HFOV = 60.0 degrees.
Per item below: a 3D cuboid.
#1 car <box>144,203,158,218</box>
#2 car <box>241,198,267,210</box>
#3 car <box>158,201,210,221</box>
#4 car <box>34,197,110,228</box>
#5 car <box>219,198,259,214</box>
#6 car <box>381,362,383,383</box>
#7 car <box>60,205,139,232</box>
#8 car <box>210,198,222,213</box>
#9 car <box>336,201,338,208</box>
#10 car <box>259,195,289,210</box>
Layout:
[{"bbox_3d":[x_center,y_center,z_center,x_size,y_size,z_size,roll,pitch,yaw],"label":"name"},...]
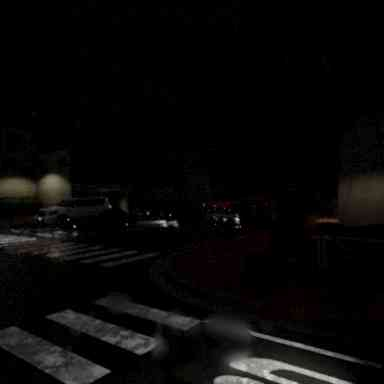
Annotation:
[{"bbox_3d":[-2.574,1.685,32.143,2.128,1.511,4.902,-1,0,36],"label":"car"},{"bbox_3d":[9.016,1.697,48.260,1.837,1.490,4.892,-1,0,36],"label":"car"},{"bbox_3d":[-0.630,1.724,28.849,1.994,1.385,4.181,-1,0,35],"label":"car"},{"bbox_3d":[-8.371,1.415,24.081,2.150,2.045,5.566,-1,0,36],"label":"car"},{"bbox_3d":[5.349,1.665,37.191,1.837,1.490,4.892,-1,0,36],"label":"car"},{"bbox_3d":[3.495,1.506,1.499,4.674,1.442,1.812,-1,0,36],"label":"car"},{"bbox_3d":[-5.749,1.761,21.695,1.895,1.301,4.718,-1,0,36],"label":"car"},{"bbox_3d":[3.165,1.545,40.156,2.097,1.767,4.553,-1,0,36],"label":"car"},{"bbox_3d":[22.692,1.598,49.061,1.837,1.490,4.892,-1,0,36],"label":"car"},{"bbox_3d":[11.522,1.381,45.755,2.150,2.045,5.566,-1,0,36],"label":"car"}]
